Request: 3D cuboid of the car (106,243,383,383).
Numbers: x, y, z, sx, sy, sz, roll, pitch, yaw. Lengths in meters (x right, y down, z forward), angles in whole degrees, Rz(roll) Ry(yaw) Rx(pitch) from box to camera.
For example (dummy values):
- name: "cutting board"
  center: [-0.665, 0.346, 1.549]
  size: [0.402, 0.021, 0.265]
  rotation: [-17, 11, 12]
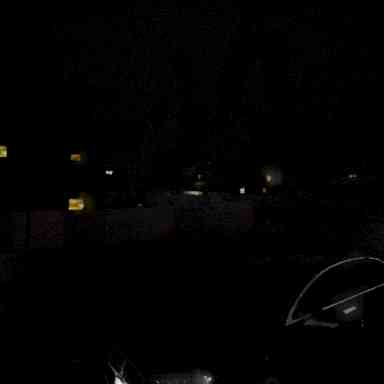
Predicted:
- name: "car"
  center: [1.316, 1.533, 4.473]
  size: [4.892, 1.490, 1.837]
  rotation: [0, 0, -35]

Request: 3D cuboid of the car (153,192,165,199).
- name: "car"
  center: [-6.327, 0.648, 61.750]
  size: [1.812, 1.442, 4.674]
  rotation: [1, 0, -21]
